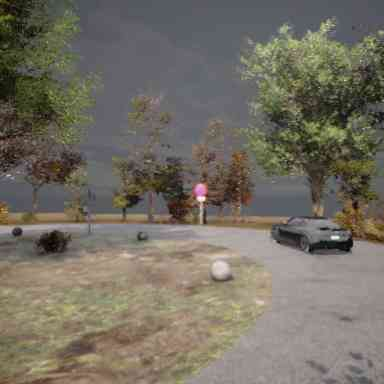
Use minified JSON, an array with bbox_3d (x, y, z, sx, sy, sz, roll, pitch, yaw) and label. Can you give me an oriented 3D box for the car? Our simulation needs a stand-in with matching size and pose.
[{"bbox_3d":[5.128,1.760,14.815,1.994,1.385,4.181,0,-1,-12],"label":"car"}]
